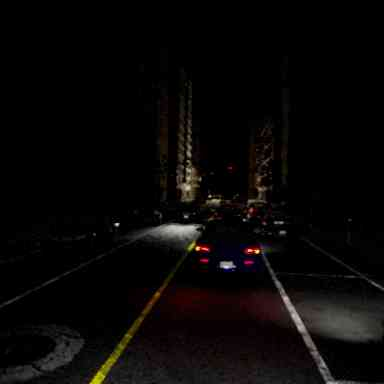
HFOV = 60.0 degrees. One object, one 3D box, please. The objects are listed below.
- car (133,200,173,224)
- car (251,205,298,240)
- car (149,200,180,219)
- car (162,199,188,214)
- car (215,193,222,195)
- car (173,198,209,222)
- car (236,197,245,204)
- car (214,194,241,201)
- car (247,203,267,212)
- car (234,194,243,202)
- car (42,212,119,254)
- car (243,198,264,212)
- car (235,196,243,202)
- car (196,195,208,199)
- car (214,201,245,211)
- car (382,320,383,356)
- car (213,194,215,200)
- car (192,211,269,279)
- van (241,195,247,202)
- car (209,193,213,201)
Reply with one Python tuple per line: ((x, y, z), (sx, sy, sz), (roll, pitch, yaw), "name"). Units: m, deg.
((-2.903, 1.364, 24.001), (1.967, 1.590, 4.097), (1, 0, 6), "car")
((4.461, 1.648, 17.638), (2.008, 1.369, 4.403), (1, 0, 6), "car")
((-2.315, 1.461, 29.316), (1.752, 1.417, 4.829), (1, 0, 6), "car")
((-1.688, 1.498, 34.970), (2.008, 1.369, 4.403), (1, 0, 6), "car")
((7.568, 1.450, 94.443), (1.882, 1.535, 5.008), (1, 0, 6), "car")
((-0.141, 1.479, 25.776), (2.128, 1.511, 4.902), (1, 0, 6), "car")
((10.524, 1.798, 72.303), (1.802, 1.307, 4.206), (1, 0, 6), "car")
((3.928, 1.432, 36.000), (2.097, 1.767, 4.553), (1, 0, 9), "car")
((5.069, 1.692, 23.123), (1.802, 1.307, 4.206), (1, 0, 6), "car")
((12.410, 1.561, 89.243), (2.192, 1.841, 5.009), (1, 0, 6), "car")
((-4.123, 1.481, 13.031), (1.802, 1.307, 4.206), (1, 0, 6), "car")
((5.681, 1.562, 28.609), (1.967, 1.590, 4.097), (1, 0, 6), "car")
((11.778, 1.819, 83.596), (1.802, 1.307, 4.206), (1, 0, 6), "car")
((1.297, 1.556, 61.886), (2.008, 1.369, 4.403), (1, 0, 6), "car")
((2.513, 1.576, 23.055), (1.812, 1.442, 4.674), (1, 0, 7), "car")
((3.144, 1.576, 2.276), (1.837, 1.490, 4.892), (1, 0, 6), "car")
((4.430, 1.625, 90.123), (1.947, 1.339, 4.313), (1, 0, 6), "car")
((1.075, 1.547, 10.108), (1.812, 1.442, 4.674), (1, 0, 6), "car")
((9.277, 1.533, 61.010), (1.690, 1.788, 3.998), (1, 0, 6), "van")
((3.785, 1.576, 84.306), (1.752, 1.417, 4.829), (1, 0, 6), "car")
